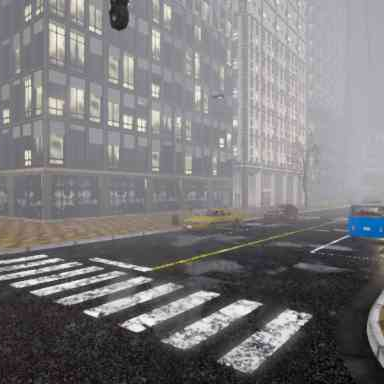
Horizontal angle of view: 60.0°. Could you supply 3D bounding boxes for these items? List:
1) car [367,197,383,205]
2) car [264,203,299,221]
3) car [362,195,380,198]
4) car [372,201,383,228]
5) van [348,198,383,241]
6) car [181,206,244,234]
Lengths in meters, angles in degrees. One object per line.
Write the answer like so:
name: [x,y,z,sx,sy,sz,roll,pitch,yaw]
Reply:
car: [34.571,1.620,62.617,2.008,1.369,4.403,0,0,38]
car: [7.433,1.598,27.336,1.802,1.307,4.206,0,0,38]
car: [31.179,1.376,58.207,2.192,1.841,5.009,0,0,38]
car: [13.679,1.470,22.531,1.967,1.590,4.097,0,0,38]
van: [8.719,1.366,15.900,1.690,1.788,3.998,0,0,38]
car: [1.328,1.534,19.611,1.752,1.417,4.829,0,0,38]
